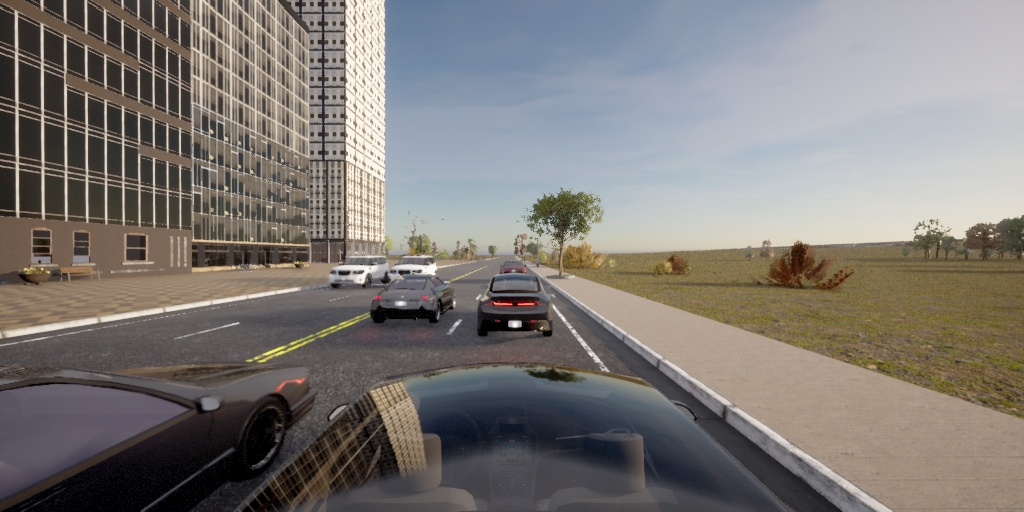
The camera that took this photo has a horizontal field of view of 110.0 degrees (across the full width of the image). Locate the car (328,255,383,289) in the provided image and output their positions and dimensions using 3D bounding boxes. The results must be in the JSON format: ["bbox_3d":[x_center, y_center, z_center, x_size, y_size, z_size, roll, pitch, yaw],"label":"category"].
[{"bbox_3d":[-9.839,0.968,23.674,2.150,2.045,5.566,0,0,0],"label":"car"}]

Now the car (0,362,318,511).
[{"bbox_3d":[-3.149,1.298,1.626,2.033,1.411,5.357,0,0,0],"label":"car"}]

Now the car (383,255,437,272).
[{"bbox_3d":[-6.589,0.968,24.553,2.150,2.045,5.566,0,0,0],"label":"car"}]

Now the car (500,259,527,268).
[{"bbox_3d":[0.113,1.098,28.348,2.097,1.767,4.553,0,0,0],"label":"car"}]

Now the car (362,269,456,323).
[{"bbox_3d":[-3.143,1.313,12.128,1.994,1.385,4.181,0,0,0],"label":"car"}]

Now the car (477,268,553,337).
[{"bbox_3d":[0.100,1.254,10.330,1.837,1.490,4.892,0,0,1],"label":"car"}]
